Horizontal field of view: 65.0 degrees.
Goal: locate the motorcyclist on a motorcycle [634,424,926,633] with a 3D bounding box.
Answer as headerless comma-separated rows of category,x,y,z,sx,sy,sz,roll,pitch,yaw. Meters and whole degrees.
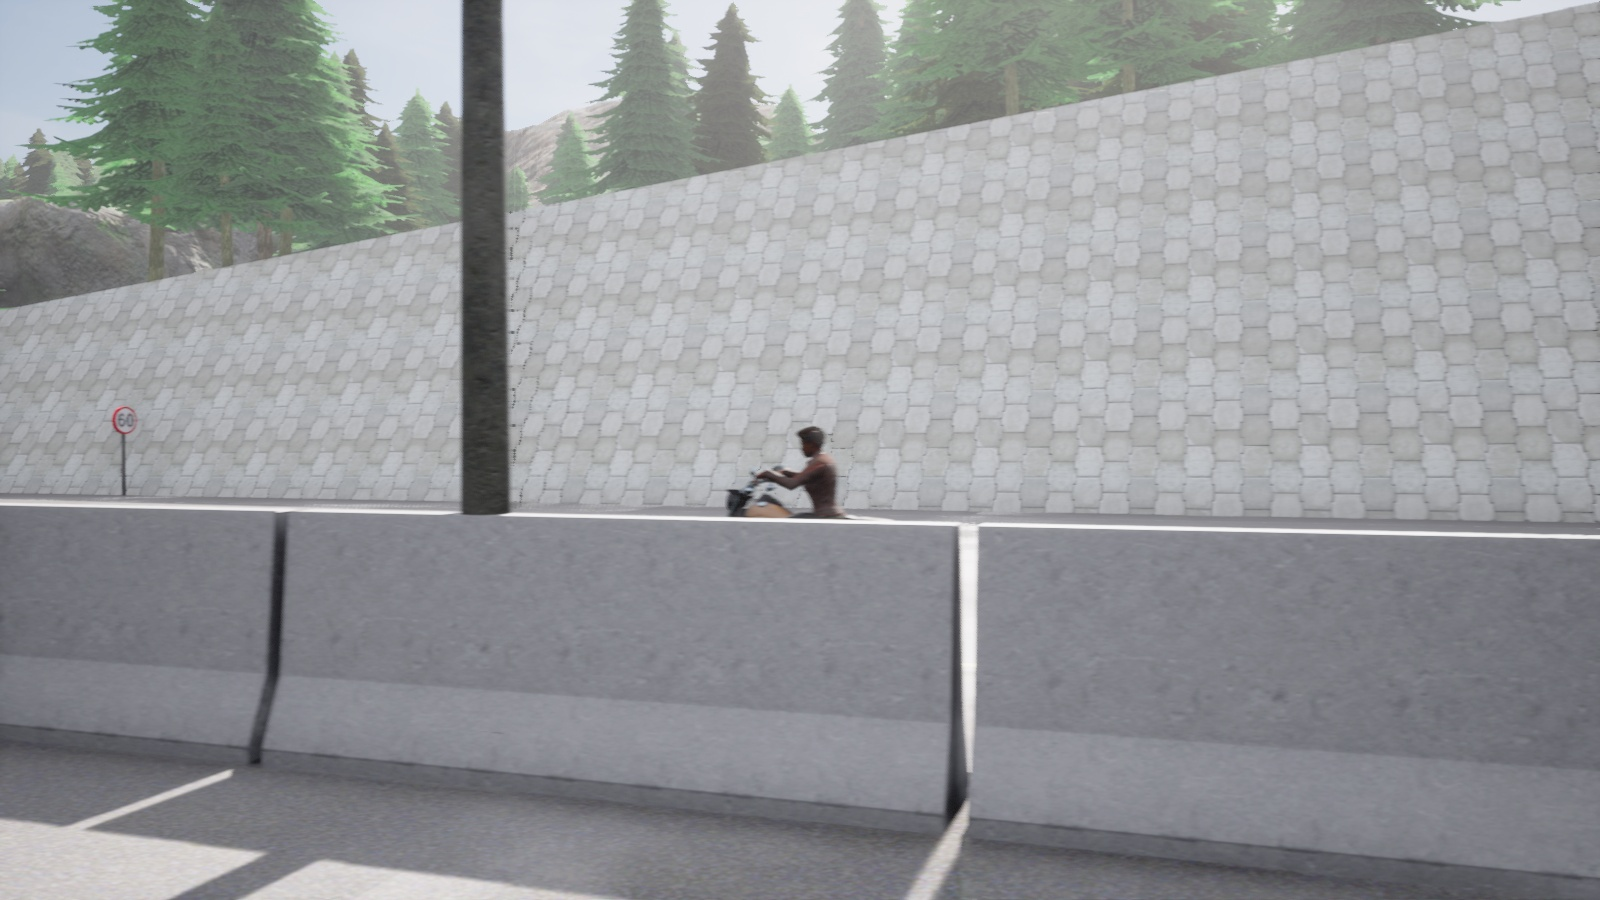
motorcyclist on a motorcycle,-0.173,0.606,10.636,2.350,1.649,0.766,0,1,19
